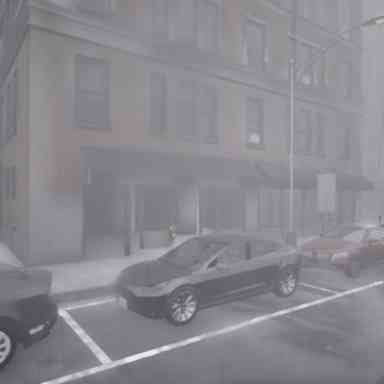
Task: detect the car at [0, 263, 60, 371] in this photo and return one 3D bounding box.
[{"bbox_3d":[-3.942,1.541,3.955,4.403,1.369,2.008,1,0,-35],"label":"car"}]

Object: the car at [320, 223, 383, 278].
[{"bbox_3d":[5.055,1.675,10.366,4.206,1.307,1.802,1,0,-35],"label":"car"}]

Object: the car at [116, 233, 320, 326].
[{"bbox_3d":[0.558,1.608,7.161,4.313,1.339,1.947,1,0,-35],"label":"car"}]
